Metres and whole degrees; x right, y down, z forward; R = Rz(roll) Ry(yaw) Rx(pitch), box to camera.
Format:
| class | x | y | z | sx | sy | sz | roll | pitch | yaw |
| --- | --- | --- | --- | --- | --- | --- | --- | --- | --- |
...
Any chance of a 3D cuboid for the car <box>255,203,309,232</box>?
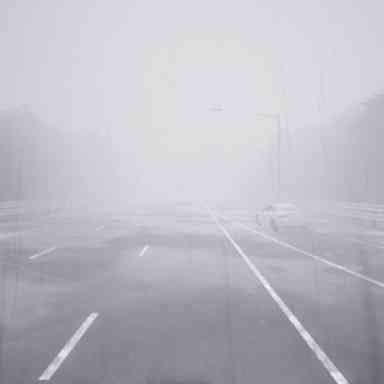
| class | x | y | z | sx | sy | sz | roll | pitch | yaw |
| --- | --- | --- | --- | --- | --- | --- | --- | --- | --- |
| car | 5.017 | 1.368 | 18.880 | 1.812 | 1.442 | 4.674 | 0 | 0 | -6 |
